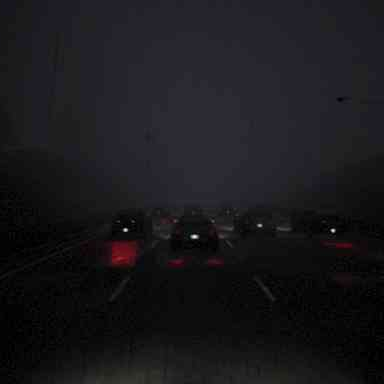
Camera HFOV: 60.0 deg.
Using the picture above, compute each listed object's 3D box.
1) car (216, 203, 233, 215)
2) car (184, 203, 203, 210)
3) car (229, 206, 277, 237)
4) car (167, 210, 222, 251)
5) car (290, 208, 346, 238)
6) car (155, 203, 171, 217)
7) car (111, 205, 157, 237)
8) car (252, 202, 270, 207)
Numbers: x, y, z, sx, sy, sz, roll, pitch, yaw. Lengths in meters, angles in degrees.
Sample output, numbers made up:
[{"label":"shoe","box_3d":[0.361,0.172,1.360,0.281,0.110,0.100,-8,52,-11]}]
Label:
[{"label":"car","box_3d":[3.649,1.910,35.994,1.812,1.442,4.674,0,-1,0]},{"label":"car","box_3d":[0.158,1.864,34.940,2.128,1.511,4.902,0,-1,0]},{"label":"car","box_3d":[3.604,1.775,19.684,1.994,1.385,4.181,0,-1,0]},{"label":"car","box_3d":[0.102,1.723,14.854,1.994,1.385,4.181,0,-1,0]},{"label":"car","box_3d":[7.104,1.710,19.151,1.837,1.490,4.892,0,-1,0]},{"label":"car","box_3d":[-3.351,1.910,35.995,1.812,1.442,4.674,0,-1,0]},{"label":"car","box_3d":[-3.396,1.713,19.427,1.837,1.490,4.892,0,-1,0]},{"label":"car","box_3d":[7.158,1.879,35.064,1.837,1.490,4.892,0,-1,0]}]
